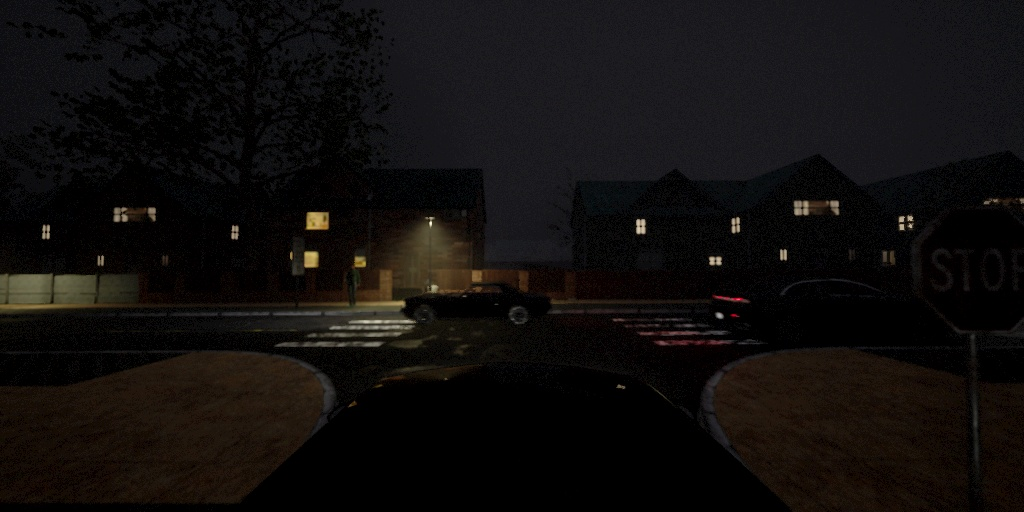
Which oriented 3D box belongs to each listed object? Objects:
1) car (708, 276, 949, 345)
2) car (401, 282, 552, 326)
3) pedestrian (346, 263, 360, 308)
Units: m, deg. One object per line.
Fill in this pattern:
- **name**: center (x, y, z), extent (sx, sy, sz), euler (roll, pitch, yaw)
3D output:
- **car**: center (7.488, 1.223, 8.739), extent (4.902, 1.511, 2.128), euler (-1, -2, 1)
- **car**: center (-1.132, 1.514, 11.845), extent (4.718, 1.301, 1.895), euler (0, -2, 1)
- **pedestrian**: center (-6.623, 1.201, 14.875), extent (0.375, 1.860, 0.375), euler (0, -1, 1)
